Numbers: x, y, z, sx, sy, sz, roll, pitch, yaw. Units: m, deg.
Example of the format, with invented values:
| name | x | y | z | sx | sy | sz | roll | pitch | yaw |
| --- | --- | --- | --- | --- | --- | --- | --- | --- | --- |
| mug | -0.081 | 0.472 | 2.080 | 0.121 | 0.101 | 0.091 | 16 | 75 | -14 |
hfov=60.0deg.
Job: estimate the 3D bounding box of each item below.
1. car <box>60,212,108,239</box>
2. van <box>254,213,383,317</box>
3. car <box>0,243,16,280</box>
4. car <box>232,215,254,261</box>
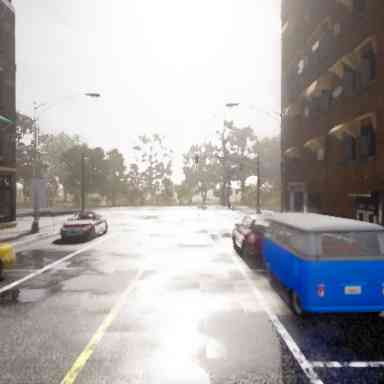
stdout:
| name | x | y | z | sx | sy | sz | roll | pitch | yaw |
| --- | --- | --- | --- | --- | --- | --- | --- | --- | --- |
| car | -5.802 | 1.761 | 18.372 | 1.802 | 1.307 | 4.206 | -1 | -1 | 0 |
| van | 2.672 | 1.415 | 7.383 | 1.690 | 1.788 | 3.998 | -1 | -1 | 0 |
| car | -5.704 | 1.596 | 7.161 | 1.752 | 1.417 | 4.829 | -1 | -1 | 0 |
| car | 2.673 | 1.567 | 12.906 | 1.967 | 1.590 | 4.097 | -1 | -1 | 0 |
